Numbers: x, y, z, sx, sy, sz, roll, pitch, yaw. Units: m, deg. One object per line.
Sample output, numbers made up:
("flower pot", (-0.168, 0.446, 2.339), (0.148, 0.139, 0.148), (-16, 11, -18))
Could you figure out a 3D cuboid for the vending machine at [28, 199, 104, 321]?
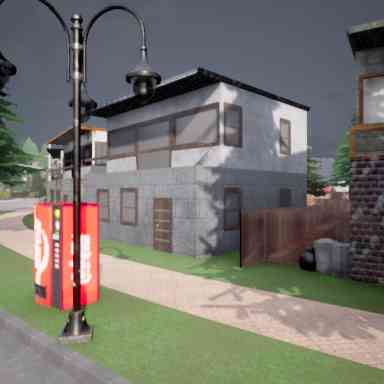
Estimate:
("vending machine", (-2.452, 1.194, 6.491), (0.880, 2.100, 1.100), (0, 0, 42))
